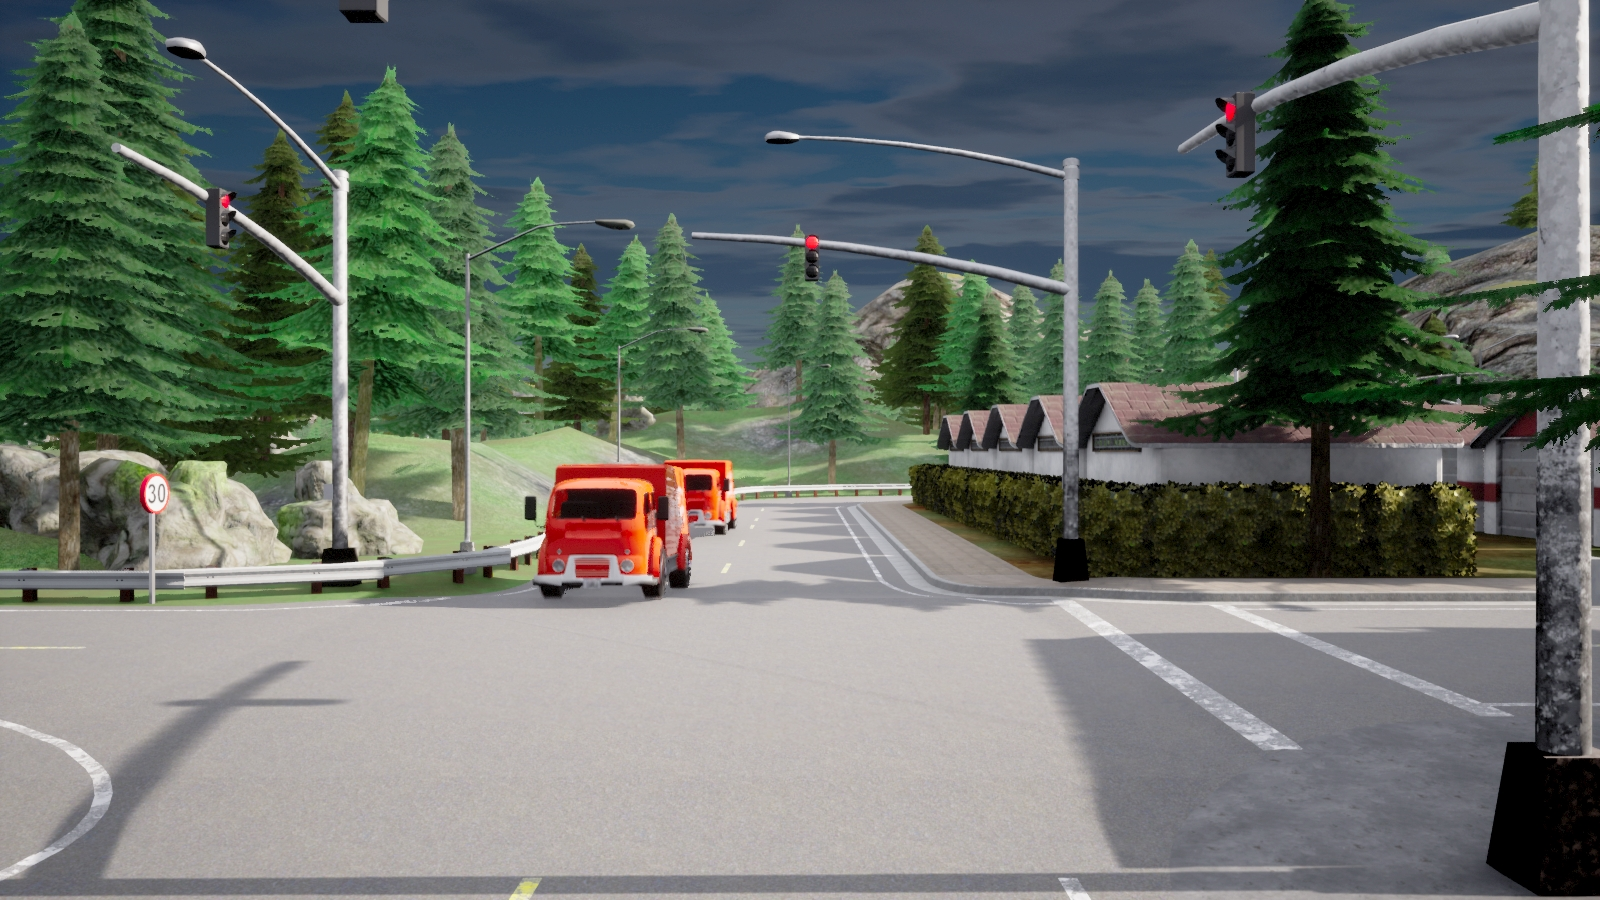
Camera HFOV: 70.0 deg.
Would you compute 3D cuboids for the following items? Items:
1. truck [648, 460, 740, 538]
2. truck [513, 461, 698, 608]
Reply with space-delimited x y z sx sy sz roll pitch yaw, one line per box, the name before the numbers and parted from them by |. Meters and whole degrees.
truck | -3.489 1.566 38.715 2.627 2.467 5.204 0 0 0
truck | -3.499 1.501 21.806 2.627 2.467 5.204 0 -2 0
